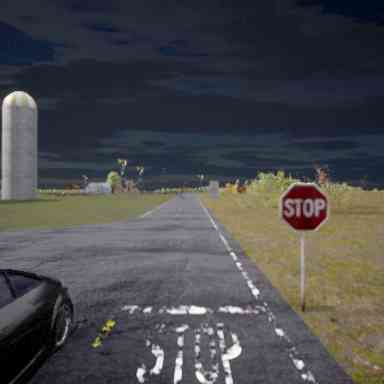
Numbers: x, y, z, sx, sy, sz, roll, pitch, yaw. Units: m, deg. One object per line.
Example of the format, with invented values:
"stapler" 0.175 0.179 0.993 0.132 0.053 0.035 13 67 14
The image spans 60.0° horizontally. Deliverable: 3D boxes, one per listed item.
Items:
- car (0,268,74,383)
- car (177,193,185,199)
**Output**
"car" -2.743 1.537 3.264 1.994 1.385 4.181 0 1 0
"car" -2.589 0.866 77.898 1.812 1.442 4.674 0 0 0
